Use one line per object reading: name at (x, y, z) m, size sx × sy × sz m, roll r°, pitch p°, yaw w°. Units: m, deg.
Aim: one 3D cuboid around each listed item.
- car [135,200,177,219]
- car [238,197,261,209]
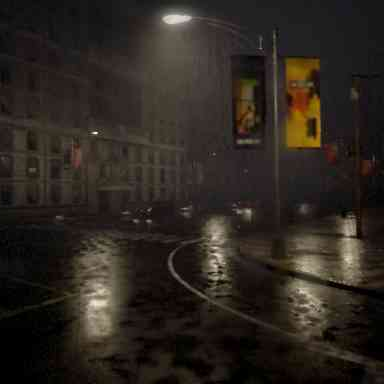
car at (-3.515, 1.627, 33.060) m, size 2.097 × 1.767 × 4.553 m, roll -1°, pitch -1°, yaw 35°
car at (8.649, 1.612, 49.975) m, size 2.097 × 1.767 × 4.553 m, roll -1°, pitch -1°, yaw 36°
